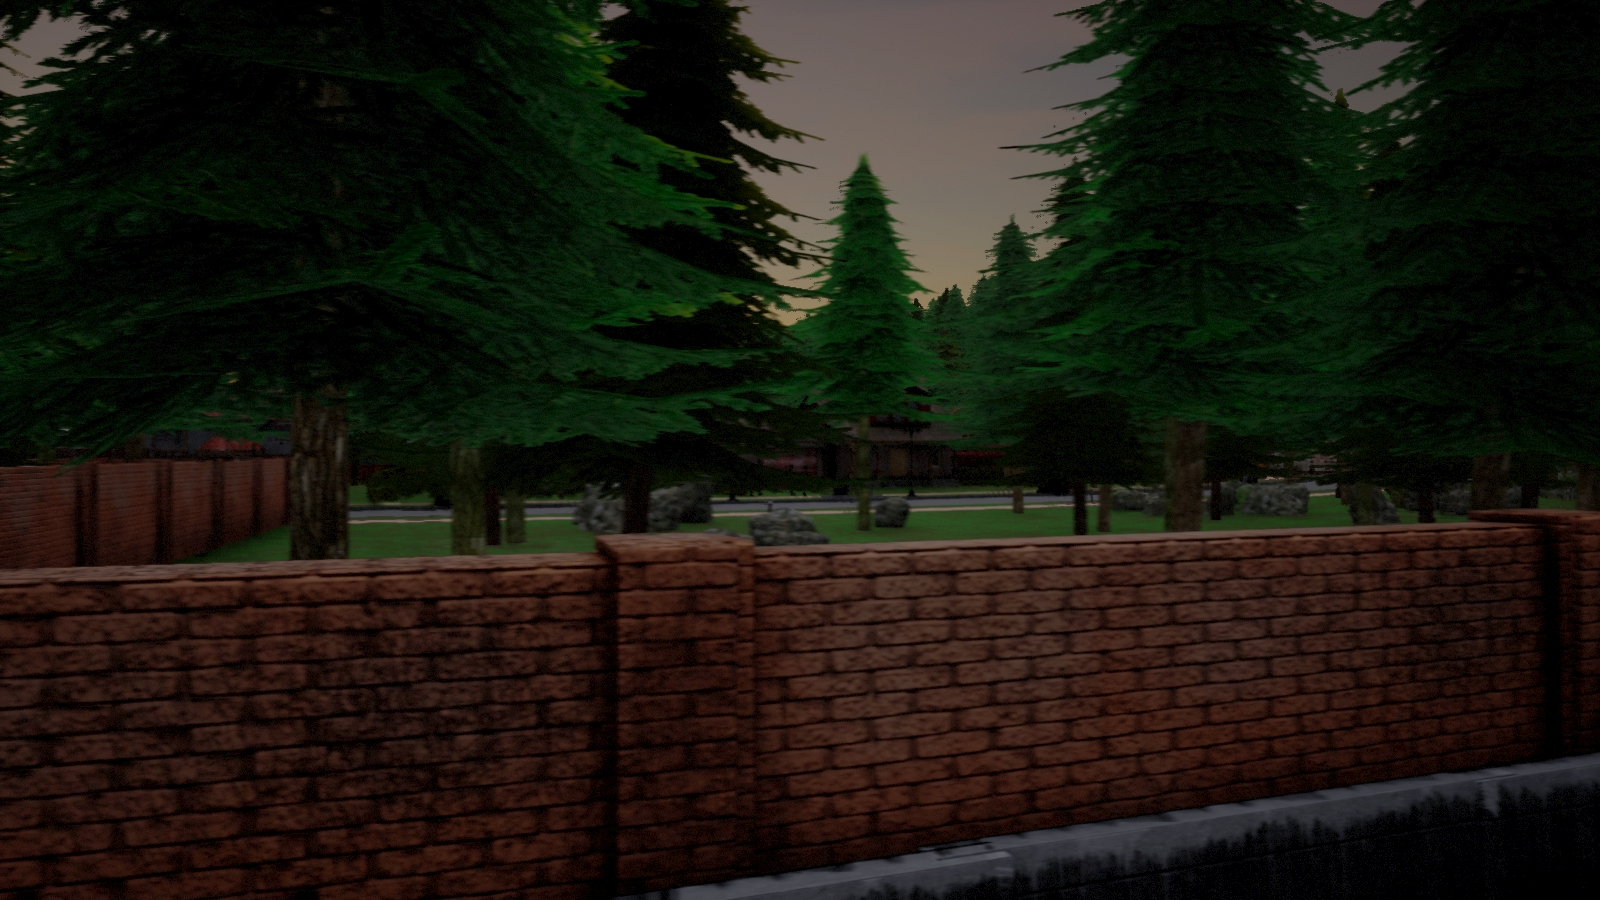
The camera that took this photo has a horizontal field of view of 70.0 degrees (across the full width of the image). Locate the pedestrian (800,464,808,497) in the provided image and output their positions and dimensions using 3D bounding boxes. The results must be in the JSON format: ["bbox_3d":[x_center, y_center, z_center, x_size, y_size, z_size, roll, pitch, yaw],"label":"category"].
[{"bbox_3d":[0.217,1.771,66.341,0.375,1.860,0.375,0,0,-12],"label":"pedestrian"}]

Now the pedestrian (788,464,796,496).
[{"bbox_3d":[-0.473,1.773,66.752,0.375,1.860,0.375,0,0,-25],"label":"pedestrian"}]

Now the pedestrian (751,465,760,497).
[{"bbox_3d":[-2.564,1.771,65.872,0.375,1.860,0.375,0,0,-20],"label":"pedestrian"}]
